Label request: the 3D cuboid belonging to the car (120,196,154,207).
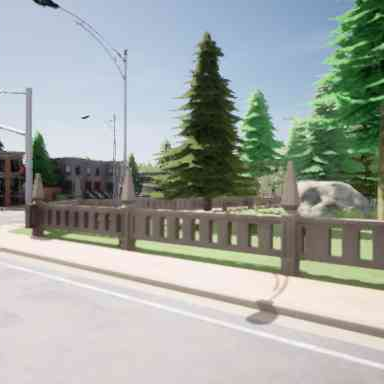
[{"bbox_3d":[-7.013,1.311,42.854,1.837,1.490,4.892,0,0,36],"label":"car"}]
